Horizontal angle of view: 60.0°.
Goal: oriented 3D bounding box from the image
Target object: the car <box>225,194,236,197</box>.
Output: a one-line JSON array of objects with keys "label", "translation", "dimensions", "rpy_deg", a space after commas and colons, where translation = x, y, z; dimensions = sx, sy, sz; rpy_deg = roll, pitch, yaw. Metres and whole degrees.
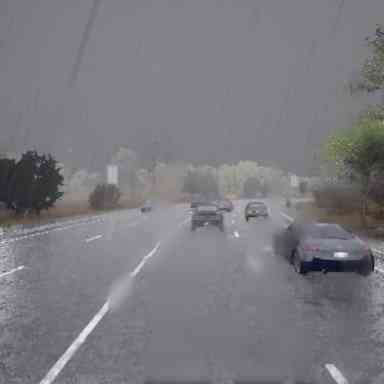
[{"label": "car", "translation": [8.530, 1.297, 74.538], "dimensions": [2.097, 1.767, 4.553], "rpy_deg": [0, 0, 26]}]

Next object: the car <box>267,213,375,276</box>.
[{"label": "car", "translation": [3.869, 1.568, 10.467], "dimensions": [1.994, 1.385, 4.181], "rpy_deg": [0, 0, 2]}]

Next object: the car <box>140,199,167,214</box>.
[{"label": "car", "translation": [-4.088, 1.492, 35.938], "dimensions": [1.837, 1.490, 4.892], "rpy_deg": [0, 0, 11]}]

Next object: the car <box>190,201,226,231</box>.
[{"label": "car", "translation": [1.022, 1.505, 20.463], "dimensions": [1.837, 1.490, 4.892], "rpy_deg": [0, 0, 5]}]

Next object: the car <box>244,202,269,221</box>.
[{"label": "car", "translation": [5.351, 1.555, 27.697], "dimensions": [2.033, 1.411, 5.357], "rpy_deg": [0, 0, 8]}]

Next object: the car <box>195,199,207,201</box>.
[{"label": "car", "translation": [1.101, 1.596, 43.563], "dimensions": [1.895, 1.301, 4.718], "rpy_deg": [0, 0, 14]}]

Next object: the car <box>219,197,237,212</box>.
[{"label": "car", "translation": [3.732, 1.567, 38.375], "dimensions": [1.994, 1.385, 4.181], "rpy_deg": [0, 0, 12]}]
